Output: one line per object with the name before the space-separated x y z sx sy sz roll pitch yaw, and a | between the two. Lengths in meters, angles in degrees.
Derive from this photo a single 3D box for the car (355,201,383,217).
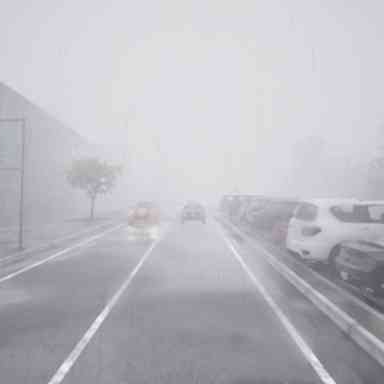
car | 18.674 1.593 32.225 4.674 1.452 2.002 0 0 0

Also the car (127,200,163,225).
car | -3.351 1.405 24.287 2.097 1.767 4.553 0 0 0

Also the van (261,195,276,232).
van | 5.717 1.270 15.402 4.442 1.987 1.878 0 0 0

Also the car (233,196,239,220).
car | 5.561 1.391 23.813 4.553 1.767 2.185 0 0 0

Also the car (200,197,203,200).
car | 0.096 1.740 42.792 1.994 1.385 4.181 0 -1 0

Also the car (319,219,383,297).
car | 5.608 1.477 6.987 4.892 1.521 2.231 0 0 0

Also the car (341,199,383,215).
car | 18.678 1.570 35.012 5.008 1.535 2.097 0 -1 0

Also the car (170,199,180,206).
car | -3.262 2.059 65.901 1.895 1.301 4.718 0 -1 0

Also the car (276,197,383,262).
car | 5.637 1.232 9.795 5.566 2.045 2.435 0 0 0

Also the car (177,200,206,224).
car | 0.097 1.603 25.466 2.033 1.411 5.357 0 0 0

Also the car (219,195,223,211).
car | 5.621 1.320 35.024 5.566 2.045 2.435 0 0 0

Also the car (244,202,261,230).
car | 5.592 1.504 18.204 4.892 1.521 2.231 0 0 0

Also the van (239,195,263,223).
van | 5.479 1.284 21.009 4.442 1.987 1.878 0 0 0

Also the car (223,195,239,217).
car | 5.620 1.275 26.614 5.566 2.045 2.435 0 0 0

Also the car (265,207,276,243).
car | 5.599 1.489 12.598 5.008 1.535 2.097 0 0 0
